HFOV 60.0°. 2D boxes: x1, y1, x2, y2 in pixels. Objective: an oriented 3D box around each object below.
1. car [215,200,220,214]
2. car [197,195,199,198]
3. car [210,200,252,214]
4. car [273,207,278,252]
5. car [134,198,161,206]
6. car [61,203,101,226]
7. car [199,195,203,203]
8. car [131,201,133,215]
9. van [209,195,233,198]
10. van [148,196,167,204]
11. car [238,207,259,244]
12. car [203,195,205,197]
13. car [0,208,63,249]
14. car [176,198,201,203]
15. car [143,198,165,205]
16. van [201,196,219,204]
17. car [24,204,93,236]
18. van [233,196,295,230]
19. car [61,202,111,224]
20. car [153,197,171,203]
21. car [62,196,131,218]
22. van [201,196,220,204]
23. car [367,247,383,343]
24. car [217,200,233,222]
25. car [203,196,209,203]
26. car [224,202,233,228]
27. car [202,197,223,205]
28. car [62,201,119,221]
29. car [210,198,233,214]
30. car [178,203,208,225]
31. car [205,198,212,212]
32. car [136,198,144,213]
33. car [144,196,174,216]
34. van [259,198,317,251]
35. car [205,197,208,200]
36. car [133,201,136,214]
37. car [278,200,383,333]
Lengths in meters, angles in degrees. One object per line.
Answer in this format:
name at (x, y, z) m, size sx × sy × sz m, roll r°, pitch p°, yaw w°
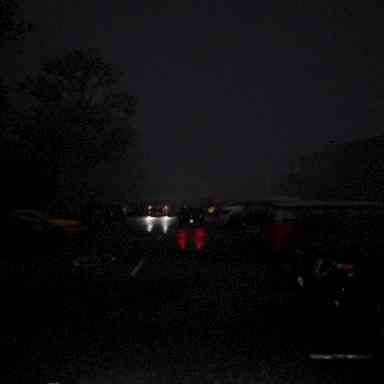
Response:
car at (4.697, 1.667, 28.398) m, size 4.792 × 1.488 × 2.163 m, roll 0°, pitch 0°, yaw 0°
car at (4.512, 1.899, 84.462) m, size 5.566 × 2.045 × 2.435 m, roll 0°, pitch -1°, yaw 0°
car at (4.602, 1.762, 39.608) m, size 4.792 × 1.488 × 2.163 m, roll 0°, pitch -1°, yaw 0°
car at (4.759, 1.390, 8.776) m, size 4.553 × 1.767 × 2.185 m, roll 0°, pitch 0°, yaw 0°
car at (-8.536, 1.966, 64.422) m, size 4.892 × 1.521 × 2.231 m, roll 0°, pitch -1°, yaw 0°
car at (-8.378, 1.584, 19.831) m, size 5.008 × 1.535 × 2.097 m, roll 0°, pitch 0°, yaw 0°
car at (4.576, 1.716, 64.839) m, size 5.566 × 2.045 × 2.435 m, roll 0°, pitch -1°, yaw 0°
car at (-8.415, 1.659, 30.970) m, size 5.008 × 1.535 × 2.097 m, roll 0°, pitch 0°, yaw 0°
van at (4.738, 1.532, 42.414) m, size 4.442 × 1.987 × 1.878 m, roll 0°, pitch -1°, yaw 0°
van at (-8.711, 1.920, 83.853) m, size 4.442 × 1.987 × 1.878 m, roll 0°, pitch -1°, yaw 0°
car at (4.719, 1.551, 14.383) m, size 4.892 × 1.521 × 2.231 m, roll 0°, pitch 0°, yaw 0°
car at (4.544, 1.763, 56.428) m, size 4.553 × 1.767 × 2.185 m, roll 0°, pitch -1°, yaw 0°
car at (-8.364, 1.590, 14.259) m, size 4.674 × 1.452 × 2.002 m, roll 0°, pitch 0°, yaw 0°
car at (-0.541, 1.828, 42.639) m, size 2.033 × 1.411 × 5.357 m, roll 0°, pitch -1°, yaw -7°
car at (-8.538, 2.098, 75.526) m, size 4.792 × 1.488 × 2.163 m, roll 0°, pitch -1°, yaw 0°
van at (4.376, 1.899, 81.658) m, size 4.442 × 1.987 × 1.878 m, roll 0°, pitch -1°, yaw 0°
car at (-8.189, 1.564, 17.045) m, size 5.366 × 1.575 × 1.946 m, roll 0°, pitch 0°, yaw 0°
van at (4.588, 1.341, 17.187) m, size 4.442 × 1.987 × 1.878 m, roll 0°, pitch 0°, yaw 0°
car at (-8.363, 1.631, 22.616) m, size 4.792 × 1.488 × 2.163 m, roll 0°, pitch 0°, yaw 0°
car at (-8.601, 2.259, 94.963) m, size 4.792 × 1.488 × 2.163 m, roll 0°, pitch 0°, yaw 0°
car at (-8.383, 1.386, 28.186) m, size 5.566 × 2.045 × 2.435 m, roll 0°, pitch 0°, yaw 0°
van at (4.385, 1.872, 78.854) m, size 4.442 × 1.987 × 1.878 m, roll 0°, pitch -1°, yaw 0°
car at (4.733, 1.490, 3.169) m, size 4.892 × 1.521 × 2.231 m, roll 0°, pitch 0°, yaw 0°
car at (4.682, 1.620, 25.600) m, size 4.892 × 1.521 × 2.231 m, roll 0°, pitch 0°, yaw 0°
car at (4.599, 1.836, 50.821) m, size 5.008 × 1.535 × 2.097 m, roll 0°, pitch -1°, yaw 0°
car at (4.701, 1.584, 19.989) m, size 5.008 × 1.535 × 2.097 m, roll 0°, pitch 0°, yaw 0°
car at (4.489, 1.920, 73.248) m, size 4.553 × 1.767 × 2.185 m, roll 0°, pitch -1°, yaw 0°
car at (-8.431, 1.648, 25.401) m, size 4.792 × 1.488 × 2.163 m, roll 0°, pitch 0°, yaw 0°
car at (4.655, 1.681, 34.006) m, size 5.008 × 1.535 × 2.097 m, roll 0°, pitch -1°, yaw 0°
car at (-0.029, 1.738, 25.274) m, size 1.895 × 1.301 × 4.718 m, roll 0°, pitch 0°, yaw 0°
car at (4.455, 1.703, 36.805) m, size 5.366 × 1.575 × 1.946 m, roll 0°, pitch -1°, yaw 0°
car at (-8.419, 1.478, 39.203) m, size 5.566 × 2.045 × 2.435 m, roll 0°, pitch -1°, yaw 0°
car at (-3.395, 1.561, 34.824) m, size 2.097 × 1.767 × 4.553 m, roll 0°, pitch 0°, yaw 0°
van at (4.837, 1.307, 11.581) m, size 4.442 × 1.987 × 1.878 m, roll 0°, pitch 0°, yaw 0°
car at (4.633, 1.840, 48.018) m, size 4.792 × 1.488 × 2.163 m, roll 0°, pitch -1°, yaw 0°
car at (-8.426, 1.720, 33.631) m, size 4.674 × 1.452 × 2.002 m, roll 0°, pitch 0°, yaw 0°
car at (4.705, 1.251, 5.976) m, size 5.566 × 2.045 × 2.435 m, roll 0°, pitch 0°, yaw 0°
